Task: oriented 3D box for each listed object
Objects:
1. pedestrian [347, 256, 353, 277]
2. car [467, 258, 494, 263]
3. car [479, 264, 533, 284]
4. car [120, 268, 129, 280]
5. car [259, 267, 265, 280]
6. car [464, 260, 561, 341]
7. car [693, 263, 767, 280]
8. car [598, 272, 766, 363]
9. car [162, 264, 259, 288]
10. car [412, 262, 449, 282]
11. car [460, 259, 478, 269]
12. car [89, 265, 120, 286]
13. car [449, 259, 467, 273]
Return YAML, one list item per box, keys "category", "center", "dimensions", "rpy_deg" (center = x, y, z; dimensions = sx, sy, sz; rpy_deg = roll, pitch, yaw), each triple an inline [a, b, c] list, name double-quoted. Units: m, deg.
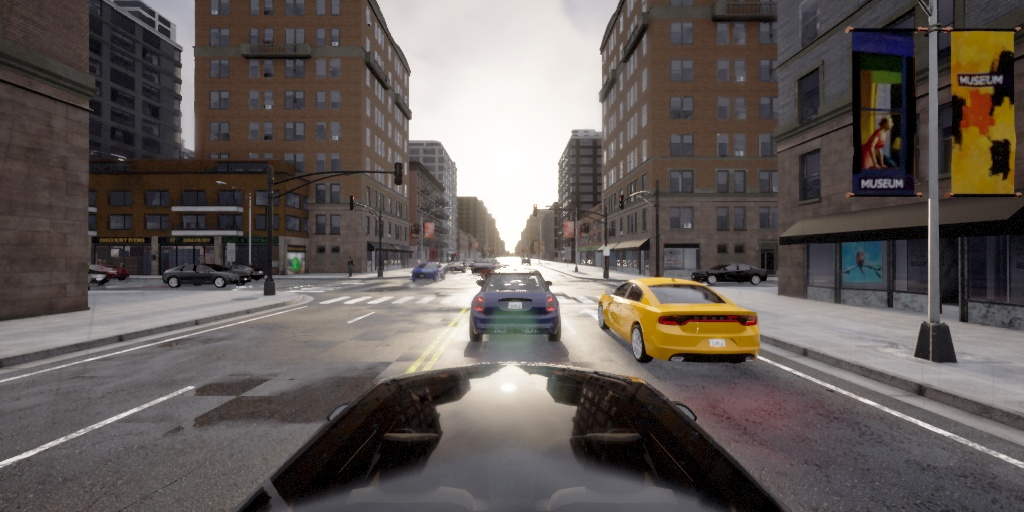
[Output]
- category: "pedestrian"
  center: [-14.188, 0.920, 31.491]
  dimensions: [0.375, 1.860, 0.375]
  rpy_deg: [0, 0, 0]
- category: "car"
  center: [-3.410, 1.101, 40.154]
  dimensions: [2.097, 1.767, 4.553]
  rpy_deg: [0, 0, 0]
- category: "car"
  center: [-0.573, 1.356, 27.923]
  dimensions: [1.895, 1.301, 4.718]
  rpy_deg: [0, 0, -36]
- category: "car"
  center: [-33.189, 1.344, 28.681]
  dimensions: [4.207, 1.307, 1.802]
  rpy_deg: [0, 0, 0]
- category: "car"
  center: [-22.167, 1.330, 28.642]
  dimensions: [4.313, 1.339, 1.948]
  rpy_deg: [0, 0, 0]
- category: "car"
  center: [0.077, 1.102, 9.977]
  dimensions: [2.097, 1.767, 4.553]
  rpy_deg: [0, 0, 0]
- category: "car"
  center: [15.844, 1.267, 26.327]
  dimensions: [5.008, 1.535, 1.882]
  rpy_deg: [0, 0, 1]
- category: "car"
  center: [3.315, 1.228, 8.176]
  dimensions: [1.882, 1.535, 5.008]
  rpy_deg: [0, 0, 1]
- category: "car"
  center: [-19.617, 1.249, 23.148]
  dimensions: [4.892, 1.490, 1.837]
  rpy_deg: [0, 0, 0]
- category: "car"
  center: [-6.642, 1.245, 28.917]
  dimensions: [1.882, 1.535, 5.008]
  rpy_deg: [0, 0, 0]
- category: "car"
  center: [-6.675, 1.237, 56.336]
  dimensions: [2.128, 1.511, 4.902]
  rpy_deg: [0, 0, 0]
- category: "car"
  center: [-29.105, 1.232, 23.182]
  dimensions: [4.902, 1.511, 2.128]
  rpy_deg: [0, 0, 0]
- category: "car"
  center: [-6.664, 1.313, 42.799]
  dimensions: [1.994, 1.385, 4.181]
  rpy_deg: [0, 0, 0]
